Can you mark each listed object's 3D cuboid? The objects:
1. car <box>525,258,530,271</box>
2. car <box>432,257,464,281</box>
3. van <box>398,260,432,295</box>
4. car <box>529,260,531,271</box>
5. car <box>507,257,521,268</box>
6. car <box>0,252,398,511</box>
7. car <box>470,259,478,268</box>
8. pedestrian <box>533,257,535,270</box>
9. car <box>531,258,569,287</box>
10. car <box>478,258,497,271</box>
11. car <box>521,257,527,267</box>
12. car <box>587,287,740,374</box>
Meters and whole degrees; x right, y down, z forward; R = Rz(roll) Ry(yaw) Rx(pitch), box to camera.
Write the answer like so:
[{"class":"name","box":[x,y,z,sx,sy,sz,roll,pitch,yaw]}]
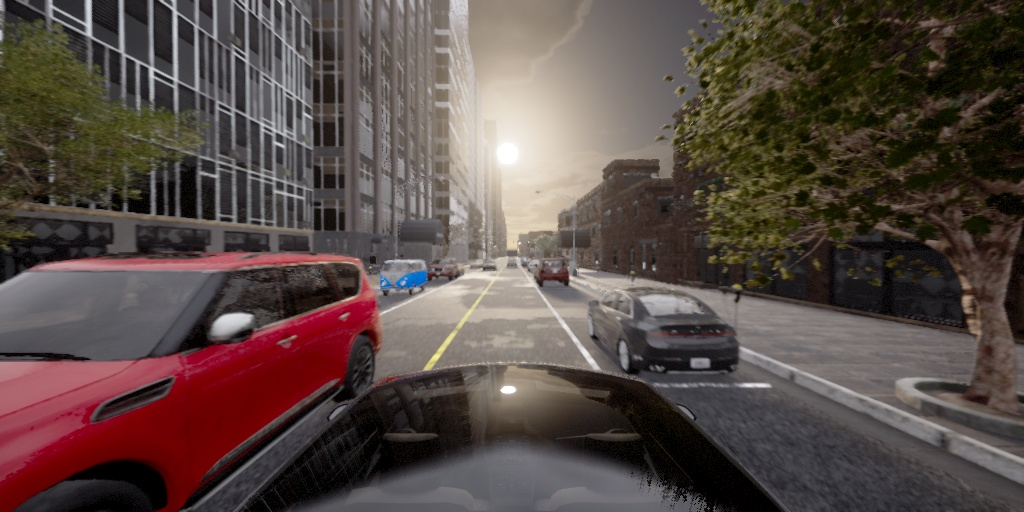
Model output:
[{"class":"car","box":[3.009,1.238,47.014,1.812,1.442,4.674,0,0,0]},{"class":"car","box":[-5.685,1.044,30.203,2.192,1.841,5.009,0,0,0]},{"class":"van","box":[-5.687,1.079,19.134,1.690,1.789,3.998,0,0,0]},{"class":"car","box":[2.696,1.251,30.362,1.751,1.417,4.829,0,0,0]},{"class":"car","box":[0.011,1.253,60.699,2.033,1.411,5.357,0,0,0]},{"class":"car","box":[-3.093,0.972,3.394,2.150,2.045,5.566,0,0,0]},{"class":"car","box":[-5.680,1.232,57.707,1.751,1.417,4.829,0,0,0]},{"class":"pedestrian","box":[3.009,1.003,49.836,0.375,1.860,0.375,-1,1,-2]},{"class":"car","box":[2.695,1.045,24.657,2.192,1.841,5.009,0,0,0]},{"class":"car","box":[-3.036,1.260,49.144,2.033,1.411,5.357,0,0,1]},{"class":"car","box":[2.702,1.264,63.399,1.948,1.339,4.313,0,0,0]},{"class":"car","box":[2.704,1.295,7.318,2.007,1.370,4.403,0,0,0]}]
